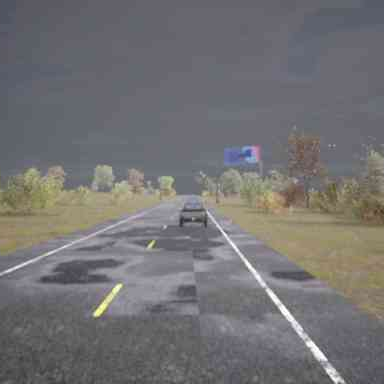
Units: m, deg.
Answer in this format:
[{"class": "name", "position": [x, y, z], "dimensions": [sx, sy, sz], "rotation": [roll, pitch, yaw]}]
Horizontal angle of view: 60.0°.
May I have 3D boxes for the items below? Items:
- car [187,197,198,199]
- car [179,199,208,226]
[{"class": "car", "position": [0.101, 1.401, 41.638], "dimensions": [2.097, 1.767, 4.553], "rotation": [0, 0, 0]}, {"class": "car", "position": [0.100, 1.517, 23.392], "dimensions": [2.128, 1.511, 4.902], "rotation": [0, 0, 0]}]
